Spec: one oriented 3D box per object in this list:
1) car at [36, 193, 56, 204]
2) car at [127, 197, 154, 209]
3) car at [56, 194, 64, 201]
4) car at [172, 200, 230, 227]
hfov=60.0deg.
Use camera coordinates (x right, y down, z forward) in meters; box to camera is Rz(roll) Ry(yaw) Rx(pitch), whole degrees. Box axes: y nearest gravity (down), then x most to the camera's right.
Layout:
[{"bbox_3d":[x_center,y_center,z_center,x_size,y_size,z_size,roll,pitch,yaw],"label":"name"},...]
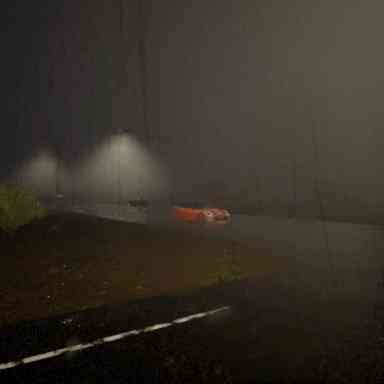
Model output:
[{"bbox_3d":[-25.833,1.354,58.263,2.033,1.411,5.357,0,0,-34],"label":"car"},{"bbox_3d":[-6.955,1.464,44.658,2.128,1.511,4.902,0,0,-37],"label":"car"},{"bbox_3d":[-30.787,1.262,76.132,2.128,1.511,4.902,0,0,-37],"label":"car"},{"bbox_3d":[0.568,1.391,23.131,2.097,1.767,4.553,0,0,-37],"label":"car"}]
